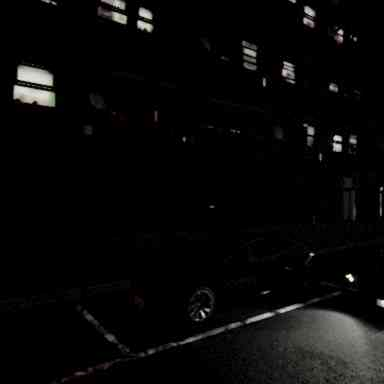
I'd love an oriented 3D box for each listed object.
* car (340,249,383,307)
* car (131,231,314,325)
[{"bbox_3d":[5.516,1.557,7.304,5.357,1.411,2.033,0,0,-35],"label":"car"},{"bbox_3d":[0.847,1.571,7.149,4.313,1.339,1.947,0,1,-35],"label":"car"}]
